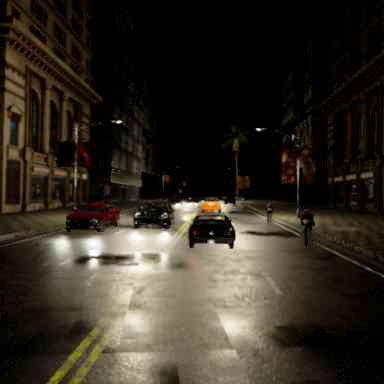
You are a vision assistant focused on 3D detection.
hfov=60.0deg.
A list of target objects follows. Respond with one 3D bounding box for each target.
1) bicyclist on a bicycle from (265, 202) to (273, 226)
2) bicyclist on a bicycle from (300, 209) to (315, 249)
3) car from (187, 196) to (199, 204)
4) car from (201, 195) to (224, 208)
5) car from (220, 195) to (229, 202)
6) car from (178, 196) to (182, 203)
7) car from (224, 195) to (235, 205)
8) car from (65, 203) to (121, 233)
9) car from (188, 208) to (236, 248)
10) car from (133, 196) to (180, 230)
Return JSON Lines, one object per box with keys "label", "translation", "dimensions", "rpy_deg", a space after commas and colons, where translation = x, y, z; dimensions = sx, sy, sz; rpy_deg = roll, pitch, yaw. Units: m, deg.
{"label": "bicyclist on a bicycle", "translation": [5.409, 1.542, 23.250], "dimensions": [0.582, 1.620, 1.656], "rpy_deg": [1, 0, 3]}
{"label": "bicyclist on a bicycle", "translation": [4.879, 1.540, 14.046], "dimensions": [0.582, 1.620, 1.656], "rpy_deg": [1, 0, 3]}
{"label": "car", "translation": [0.188, 1.459, 61.911], "dimensions": [1.994, 1.385, 4.181], "rpy_deg": [1, 0, 4]}
{"label": "car", "translation": [2.143, 1.363, 36.912], "dimensions": [2.097, 1.767, 4.553], "rpy_deg": [1, 0, 3]}
{"label": "car", "translation": [7.656, 1.459, 77.939], "dimensions": [1.882, 1.535, 5.008], "rpy_deg": [1, 0, 3]}
{"label": "car", "translation": [-3.078, 1.446, 61.640], "dimensions": [1.895, 1.301, 4.718], "rpy_deg": [1, 0, 4]}
{"label": "car", "translation": [6.654, 1.515, 58.876], "dimensions": [1.837, 1.490, 4.892], "rpy_deg": [1, 1, 3]}
{"label": "car", "translation": [-5.581, 1.395, 19.304], "dimensions": [1.882, 1.535, 5.008], "rpy_deg": [1, 0, 3]}
{"label": "car", "translation": [0.880, 1.623, 14.992], "dimensions": [1.895, 1.301, 4.718], "rpy_deg": [1, 0, 3]}
{"label": "car", "translation": [-2.231, 1.321, 20.908], "dimensions": [2.097, 1.767, 4.553], "rpy_deg": [1, 0, 3]}
